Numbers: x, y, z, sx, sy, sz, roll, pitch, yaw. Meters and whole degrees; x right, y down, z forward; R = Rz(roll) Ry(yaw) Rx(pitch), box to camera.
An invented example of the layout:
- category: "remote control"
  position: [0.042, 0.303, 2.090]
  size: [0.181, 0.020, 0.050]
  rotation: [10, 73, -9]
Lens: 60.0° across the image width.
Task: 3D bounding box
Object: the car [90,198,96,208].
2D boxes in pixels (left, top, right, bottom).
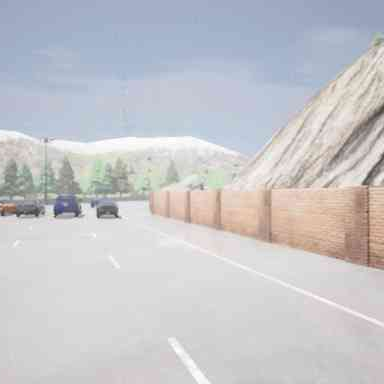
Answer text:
- category: "car"
  position: [-13.763, 1.604, 50.351]
  size: [1.882, 1.535, 5.008]
  rotation: [0, 0, 3]

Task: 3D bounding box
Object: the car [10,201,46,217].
- category: "car"
  position: [-15.495, 1.591, 32.181]
  size: [2.128, 1.511, 4.902]
  rotation: [0, 0, -14]

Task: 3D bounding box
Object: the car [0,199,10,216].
- category: "car"
  position: [-19.409, 1.468, 33.632]
  size: [2.097, 1.767, 4.553]
  rotation: [0, 0, -13]

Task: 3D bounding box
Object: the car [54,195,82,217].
- category: "car"
  position: [-12.087, 1.312, 32.614]
  size: [2.150, 2.045, 5.566]
  rotation: [0, 0, -14]

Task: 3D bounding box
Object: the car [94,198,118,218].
- category: "car"
  position: [-7.938, 1.579, 30.954]
  size: [1.837, 1.490, 4.892]
  rotation: [0, -1, -17]
